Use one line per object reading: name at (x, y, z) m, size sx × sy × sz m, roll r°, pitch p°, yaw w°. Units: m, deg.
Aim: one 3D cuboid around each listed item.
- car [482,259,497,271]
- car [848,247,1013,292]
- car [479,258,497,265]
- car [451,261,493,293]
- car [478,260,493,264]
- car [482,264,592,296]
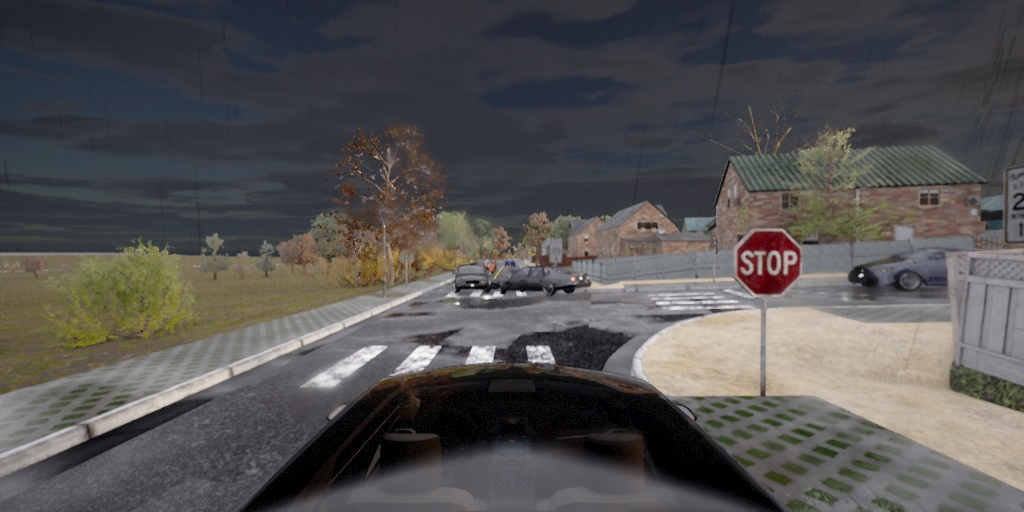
car at (-3.123, 1.202, 50.508) m, size 1.882 × 1.535 × 5.008 m, roll 0°, pitch 0°, yaw 0°
car at (14.329, 0.402, 12.224) m, size 4.181 × 1.385 × 1.994 m, roll -3°, pitch 0°, yaw 16°
car at (-3.077, 1.078, 40.472) m, size 2.097 × 1.767 × 4.553 m, roll 0°, pitch 0°, yaw 0°
car at (-2.361, 1.237, 20.658) m, size 1.837 × 1.490 × 4.892 m, roll 0°, pitch 0°, yaw -8°
car at (-3.022, 1.276, 30.468) m, size 2.033 × 1.411 × 5.357 m, roll 0°, pitch 0°, yaw 0°
car at (1.244, 1.180, 17.768) m, size 5.357 × 1.411 × 2.033 m, roll -4°, pitch -3°, yaw 43°
